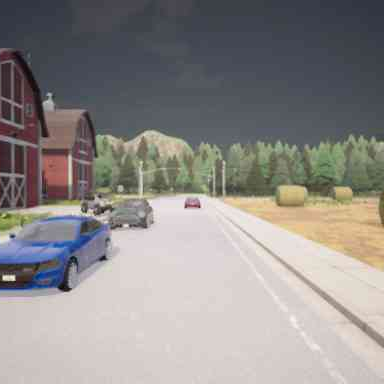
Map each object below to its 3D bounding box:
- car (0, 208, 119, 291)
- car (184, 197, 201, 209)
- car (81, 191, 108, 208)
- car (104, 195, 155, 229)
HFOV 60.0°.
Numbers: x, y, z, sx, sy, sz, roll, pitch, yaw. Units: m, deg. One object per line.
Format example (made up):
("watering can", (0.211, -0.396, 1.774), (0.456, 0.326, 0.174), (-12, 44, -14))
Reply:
("car", (-3.572, 1.412, 9.019), (1.882, 1.535, 5.008), (0, 0, 0))
("car", (0.077, 1.270, 40.939), (1.994, 1.385, 4.181), (0, 0, 0))
("car", (-7.680, 0.946, 27.683), (1.905, 1.878, 3.866), (7, -3, -42))
("car", (-3.538, 1.207, 20.156), (2.097, 1.767, 4.553), (0, 0, 0))
